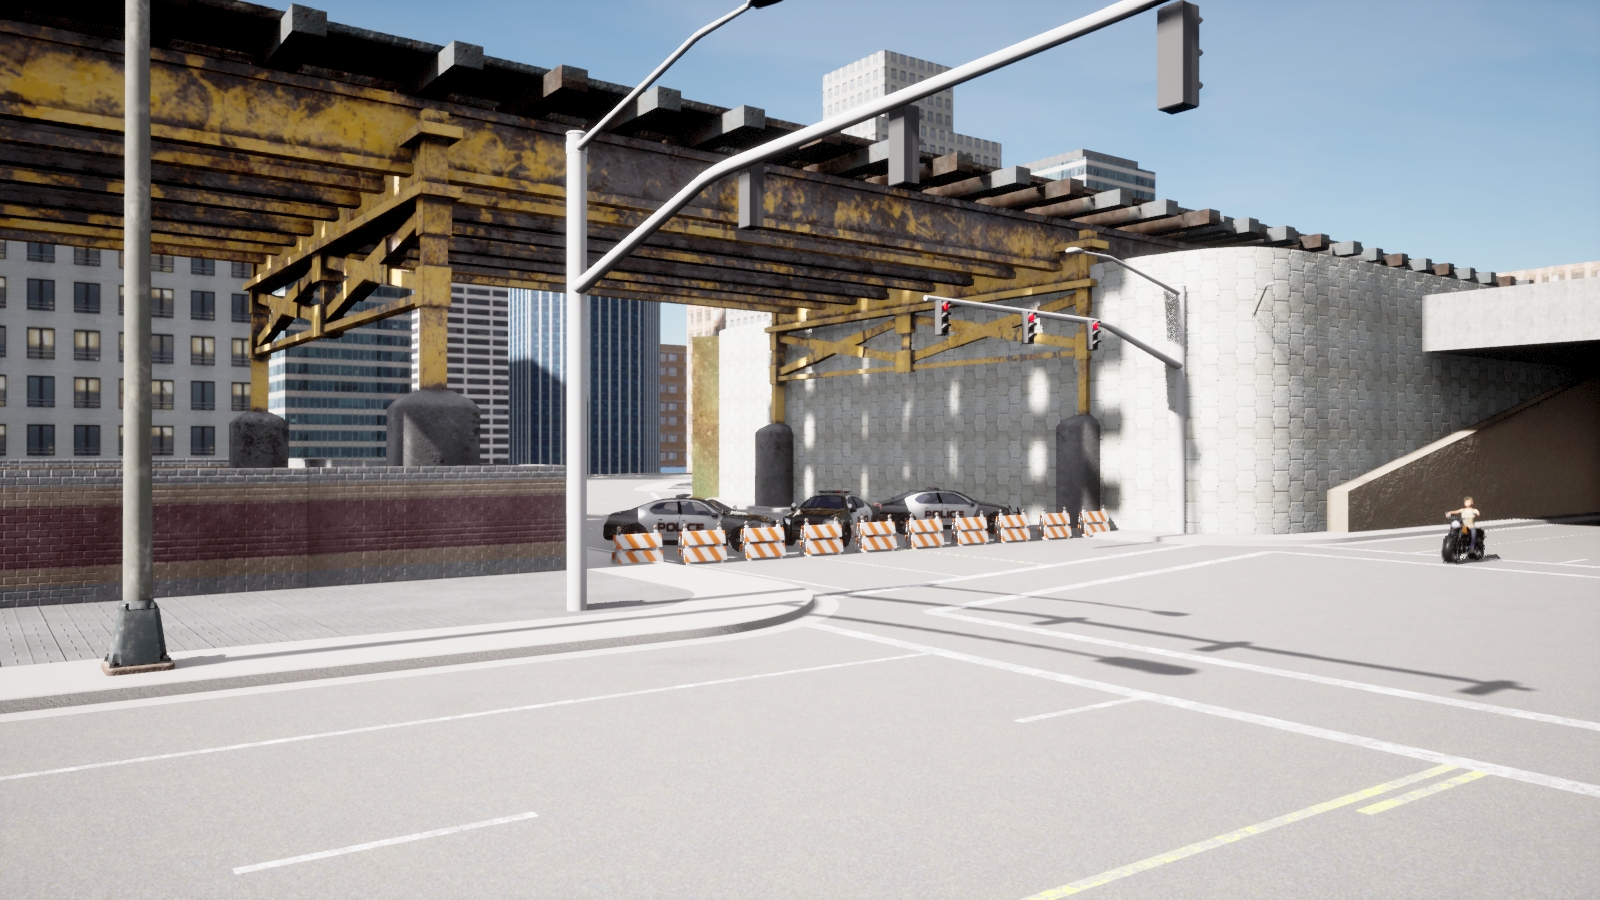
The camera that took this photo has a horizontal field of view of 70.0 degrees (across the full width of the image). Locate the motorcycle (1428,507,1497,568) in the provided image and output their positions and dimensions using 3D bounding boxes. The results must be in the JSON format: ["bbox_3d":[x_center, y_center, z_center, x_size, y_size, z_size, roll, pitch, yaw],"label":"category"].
[{"bbox_3d":[16.480,2.142,28.403,2.356,1.332,0.764,0,1,-41],"label":"motorcycle"}]
